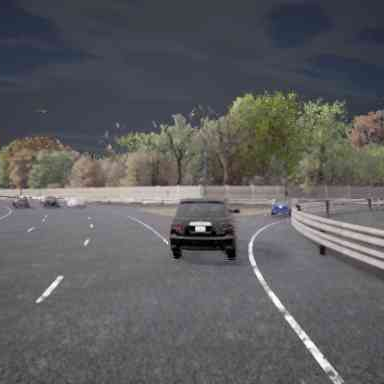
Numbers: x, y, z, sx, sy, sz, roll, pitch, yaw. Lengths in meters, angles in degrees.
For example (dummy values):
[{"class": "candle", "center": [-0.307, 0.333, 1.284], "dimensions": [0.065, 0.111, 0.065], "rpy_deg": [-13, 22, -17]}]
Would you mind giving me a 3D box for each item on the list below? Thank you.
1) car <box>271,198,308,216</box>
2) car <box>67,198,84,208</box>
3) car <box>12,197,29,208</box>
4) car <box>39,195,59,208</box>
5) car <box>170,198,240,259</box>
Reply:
[{"class": "car", "center": [9.357, 1.365, 31.595], "dimensions": [2.097, 1.767, 4.553], "rpy_deg": [0, 0, 40]}, {"class": "car", "center": [-17.421, 1.555, 49.804], "dimensions": [1.812, 1.442, 4.674], "rpy_deg": [0, 0, -32]}, {"class": "car", "center": [-25.465, 1.522, 49.336], "dimensions": [2.128, 1.511, 4.902], "rpy_deg": [0, 0, -34]}, {"class": "car", "center": [-21.160, 1.382, 49.154], "dimensions": [2.097, 1.767, 4.553], "rpy_deg": [0, 0, -32]}, {"class": "car", "center": [0.633, 1.227, 12.779], "dimensions": [2.150, 2.045, 5.566], "rpy_deg": [0, 0, 8]}]
